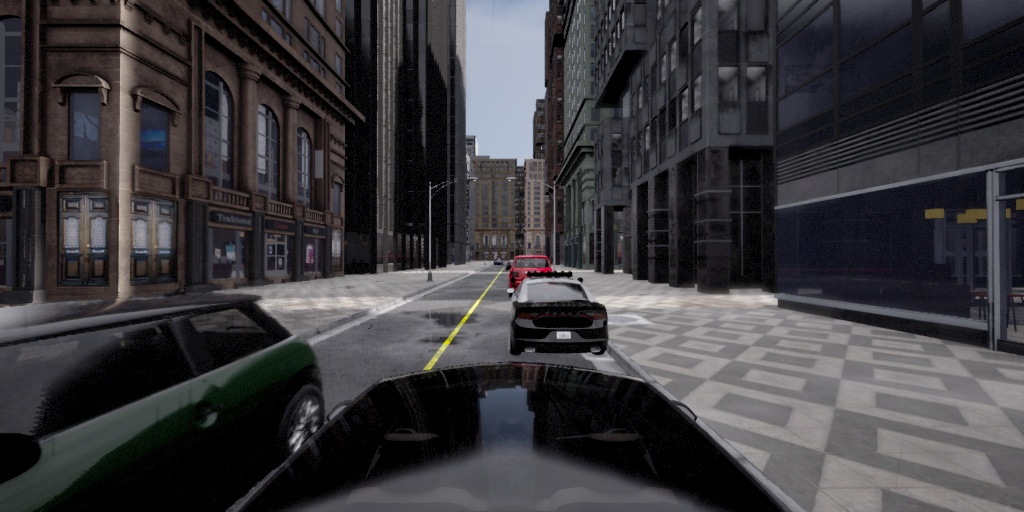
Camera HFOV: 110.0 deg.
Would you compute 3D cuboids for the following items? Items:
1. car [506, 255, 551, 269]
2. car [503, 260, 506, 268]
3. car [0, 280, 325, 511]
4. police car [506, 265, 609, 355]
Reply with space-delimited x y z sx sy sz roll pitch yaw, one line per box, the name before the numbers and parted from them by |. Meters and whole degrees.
car | 0.919 0.985 18.765 2.150 2.045 5.566 0 0 0
car | 0.103 1.414 48.548 1.895 1.301 4.718 0 0 1
car | -3.003 1.102 1.822 2.097 1.767 4.553 0 0 0
police car | 0.906 1.179 8.844 1.930 1.638 5.238 0 0 0
